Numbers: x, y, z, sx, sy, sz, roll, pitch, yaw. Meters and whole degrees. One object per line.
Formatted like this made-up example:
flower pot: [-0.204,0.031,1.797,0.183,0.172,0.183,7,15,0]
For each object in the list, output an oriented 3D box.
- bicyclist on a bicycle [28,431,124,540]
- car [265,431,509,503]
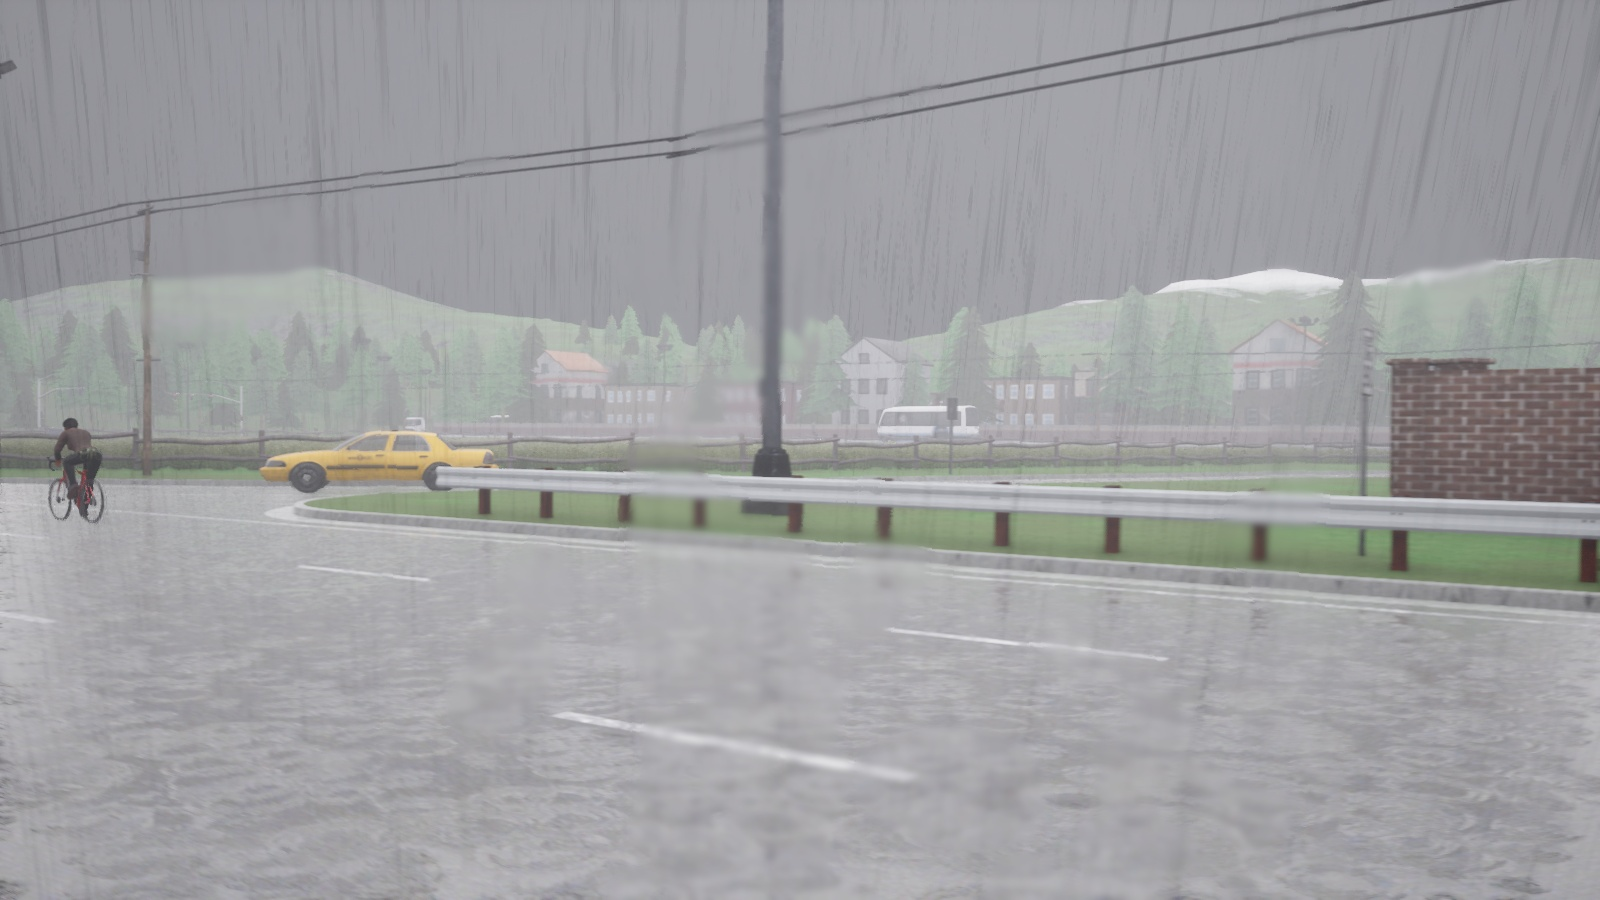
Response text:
bicyclist on a bicycle: [-11.245,0.533,19.496,1.656,1.620,0.582,-1,1,34]
car: [-9.766,0.364,30.061,5.366,1.575,1.801,-1,1,-15]
